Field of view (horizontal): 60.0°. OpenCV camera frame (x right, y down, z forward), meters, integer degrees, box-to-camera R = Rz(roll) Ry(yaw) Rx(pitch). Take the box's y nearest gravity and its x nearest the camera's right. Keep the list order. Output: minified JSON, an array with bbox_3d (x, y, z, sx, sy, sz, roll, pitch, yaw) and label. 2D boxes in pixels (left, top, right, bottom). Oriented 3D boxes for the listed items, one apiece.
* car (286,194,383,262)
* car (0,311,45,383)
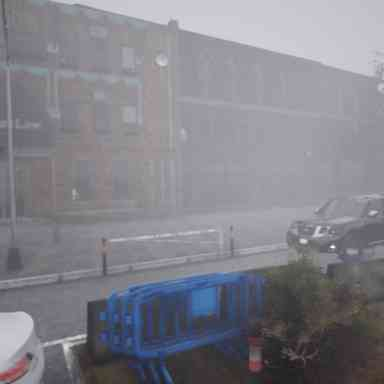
[{"bbox_3d":[5.974,1.137,11.978,5.566,2.045,2.150,-2,1,-29],"label":"car"},{"bbox_3d":[-3.783,1.791,2.784,4.674,1.452,2.002,1,2,-27],"label":"car"}]
